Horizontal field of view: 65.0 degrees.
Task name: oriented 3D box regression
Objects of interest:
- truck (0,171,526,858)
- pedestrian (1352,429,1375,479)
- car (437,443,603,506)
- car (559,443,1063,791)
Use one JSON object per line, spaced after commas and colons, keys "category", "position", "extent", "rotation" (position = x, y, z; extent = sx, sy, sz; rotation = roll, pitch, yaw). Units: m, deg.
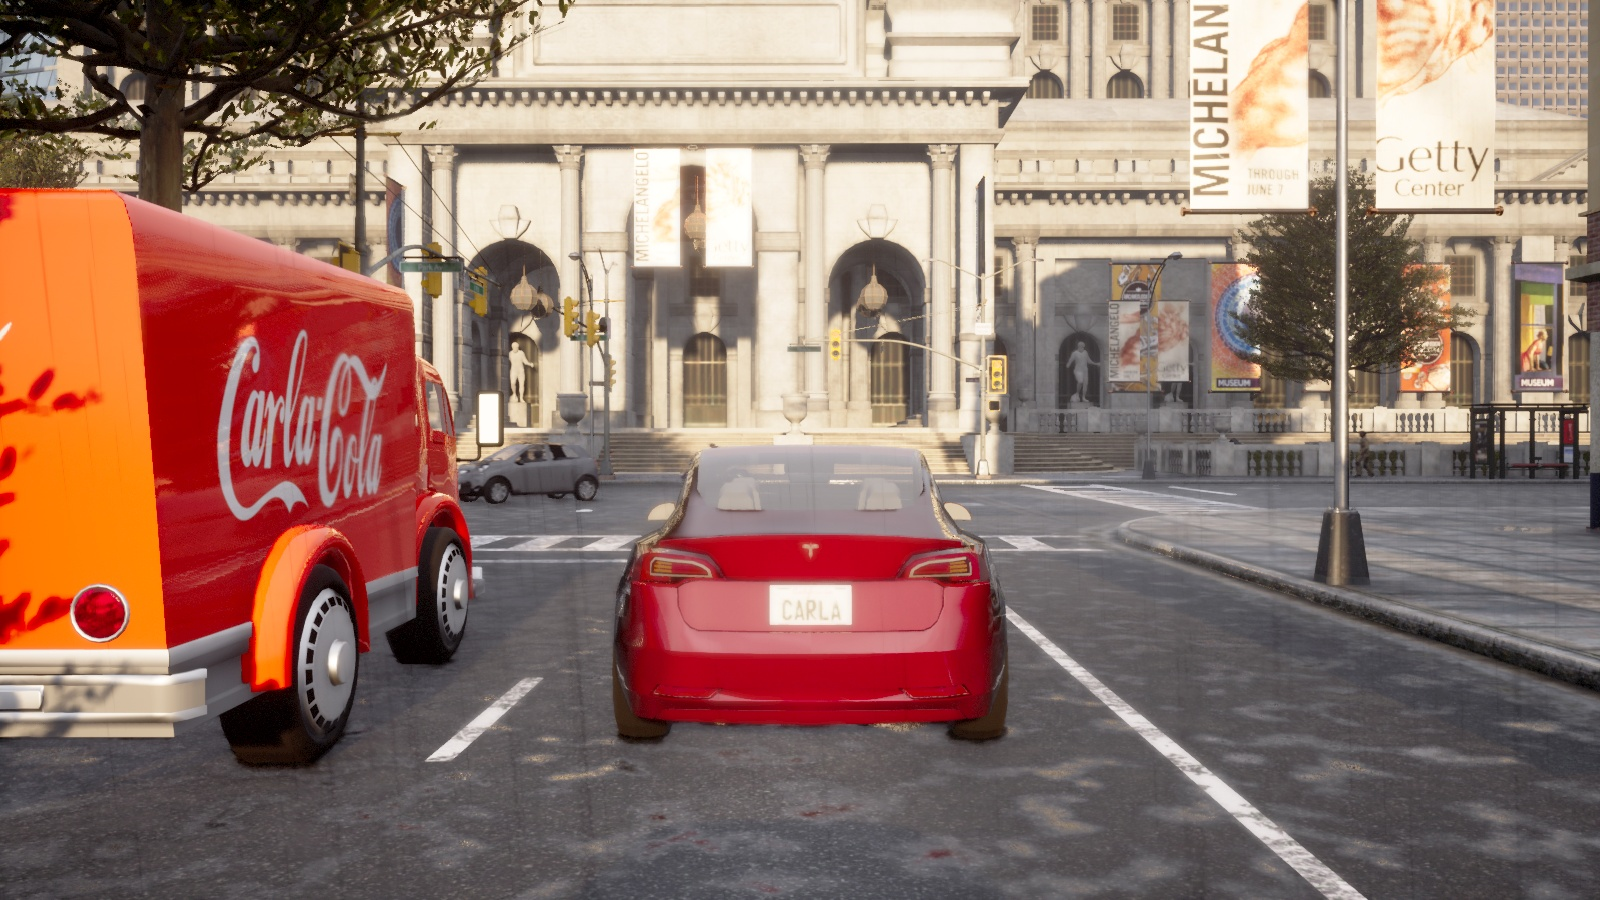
{"category": "truck", "position": [-3.445, 0.217, 7.117], "extent": [2.627, 2.467, 5.204], "rotation": [0, 0, 0]}
{"category": "pedestrian", "position": [21.502, 0.150, 47.897], "extent": [0.692, 1.930, 0.396], "rotation": [0, 0, -8]}
{"category": "car", "position": [-7.003, 0.576, 31.603], "extent": [3.633, 1.501, 1.845], "rotation": [0, 0, -42]}
{"category": "car", "position": [0.058, 0.702, 7.783], "extent": [2.163, 1.488, 4.792], "rotation": [0, 0, 0]}
